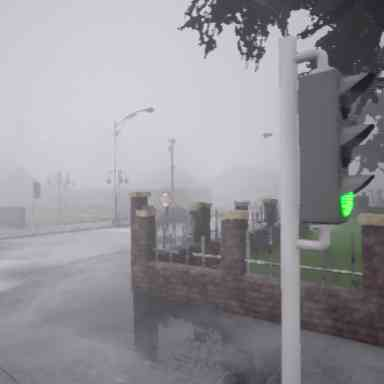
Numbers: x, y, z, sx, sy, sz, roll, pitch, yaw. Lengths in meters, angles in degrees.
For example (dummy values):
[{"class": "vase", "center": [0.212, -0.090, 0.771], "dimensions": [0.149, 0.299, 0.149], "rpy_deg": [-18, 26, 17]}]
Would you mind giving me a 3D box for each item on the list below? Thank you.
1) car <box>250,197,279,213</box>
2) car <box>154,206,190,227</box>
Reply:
[{"class": "car", "center": [8.542, 1.509, 39.001], "dimensions": [2.097, 1.767, 4.553], "rpy_deg": [-1, 0, 35]}, {"class": "car", "center": [-1.988, 1.706, 24.391], "dimensions": [2.033, 1.411, 5.357], "rpy_deg": [-1, 0, 36]}]
